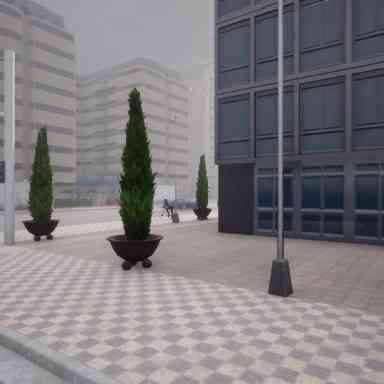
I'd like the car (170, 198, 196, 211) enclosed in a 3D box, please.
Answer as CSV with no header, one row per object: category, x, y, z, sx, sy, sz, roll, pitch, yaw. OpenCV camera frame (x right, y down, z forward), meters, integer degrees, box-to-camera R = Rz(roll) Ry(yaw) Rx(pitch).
car,-0.870,1.533,41.699,1.882,1.535,5.008,0,0,35

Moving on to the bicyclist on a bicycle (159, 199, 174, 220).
bicyclist on a bicycle,-1.935,1.356,25.837,1.656,1.620,0.582,0,0,35
